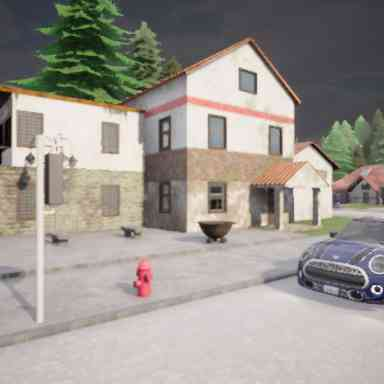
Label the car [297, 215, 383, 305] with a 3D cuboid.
[{"bbox_3d":[4.607,1.391,8.090,4.553,1.767,2.097,0,0,-37],"label":"car"}]
